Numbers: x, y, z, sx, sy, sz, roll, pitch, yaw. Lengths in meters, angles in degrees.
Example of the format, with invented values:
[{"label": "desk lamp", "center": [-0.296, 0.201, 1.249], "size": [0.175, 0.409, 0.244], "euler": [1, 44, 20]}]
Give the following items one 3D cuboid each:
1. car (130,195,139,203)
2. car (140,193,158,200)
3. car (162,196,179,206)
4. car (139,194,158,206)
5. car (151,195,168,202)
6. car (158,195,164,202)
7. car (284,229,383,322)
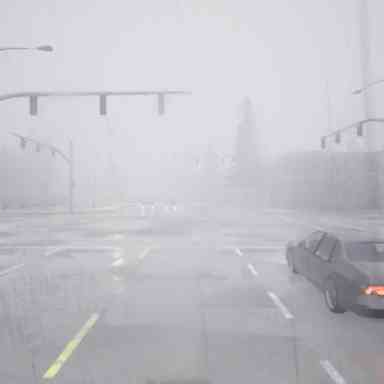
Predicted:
[{"label": "car", "center": [-10.662, 1.536, 68.649], "size": [1.994, 1.385, 4.181], "euler": [0, 0, -25]}, {"label": "car", "center": [-11.274, 1.185, 87.300], "size": [4.553, 1.767, 2.097], "euler": [0, 0, 43]}, {"label": "car", "center": [-3.466, 1.588, 54.328], "size": [1.895, 1.301, 4.718], "euler": [0, 0, -3]}, {"label": "car", "center": [-6.959, 1.493, 53.204], "size": [1.837, 1.490, 4.892], "euler": [0, 0, -3]}, {"label": "car", "center": [-7.566, 1.459, 77.309], "size": [1.882, 1.535, 5.008], "euler": [0, 0, -35]}, {"label": "car", "center": [-7.464, 1.461, 70.076], "size": [1.882, 1.535, 5.008], "euler": [0, 0, -25]}, {"label": "car", "center": [3.544, 1.545, 7.501], "size": [2.033, 1.411, 5.357], "euler": [0, 0, 3]}]
